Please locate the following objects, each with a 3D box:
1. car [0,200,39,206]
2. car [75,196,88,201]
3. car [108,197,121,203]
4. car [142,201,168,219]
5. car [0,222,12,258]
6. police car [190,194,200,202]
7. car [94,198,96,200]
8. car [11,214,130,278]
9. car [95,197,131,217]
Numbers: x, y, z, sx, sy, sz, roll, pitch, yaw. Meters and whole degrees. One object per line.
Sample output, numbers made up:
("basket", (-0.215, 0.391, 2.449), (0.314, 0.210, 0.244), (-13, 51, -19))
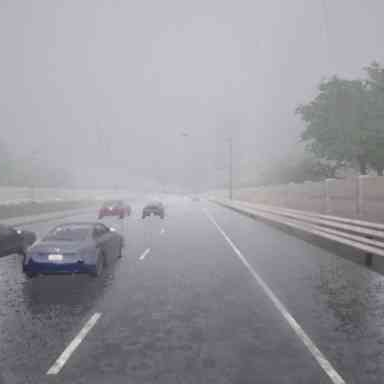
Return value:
("car", (-17.590, 1.644, 34.905), (1.837, 1.490, 4.892), (0, 0, 0))
("car", (-24.499, 1.572, 74.132), (1.812, 1.442, 4.674), (0, 0, 0))
("car", (-17.499, 1.796, 75.608), (1.994, 1.385, 4.181), (0, 0, 0))
("car", (-3.399, 1.628, 30.658), (1.837, 1.490, 4.892), (0, 0, 0))
("car", (-6.900, 1.590, 10.460), (2.033, 1.411, 5.357), (0, 0, 0))
("police car", (1.051, 1.777, 90.437), (1.930, 1.638, 5.238), (0, 0, 0))
("car", (-20.999, 1.767, 75.608), (1.812, 1.442, 4.674), (0, 0, 0))
("car", (-3.399, 1.606, 10.296), (1.994, 1.385, 4.181), (0, 0, 0))
("car", (-6.899, 1.473, 30.326), (2.097, 1.767, 4.553), (0, 0, 0))
